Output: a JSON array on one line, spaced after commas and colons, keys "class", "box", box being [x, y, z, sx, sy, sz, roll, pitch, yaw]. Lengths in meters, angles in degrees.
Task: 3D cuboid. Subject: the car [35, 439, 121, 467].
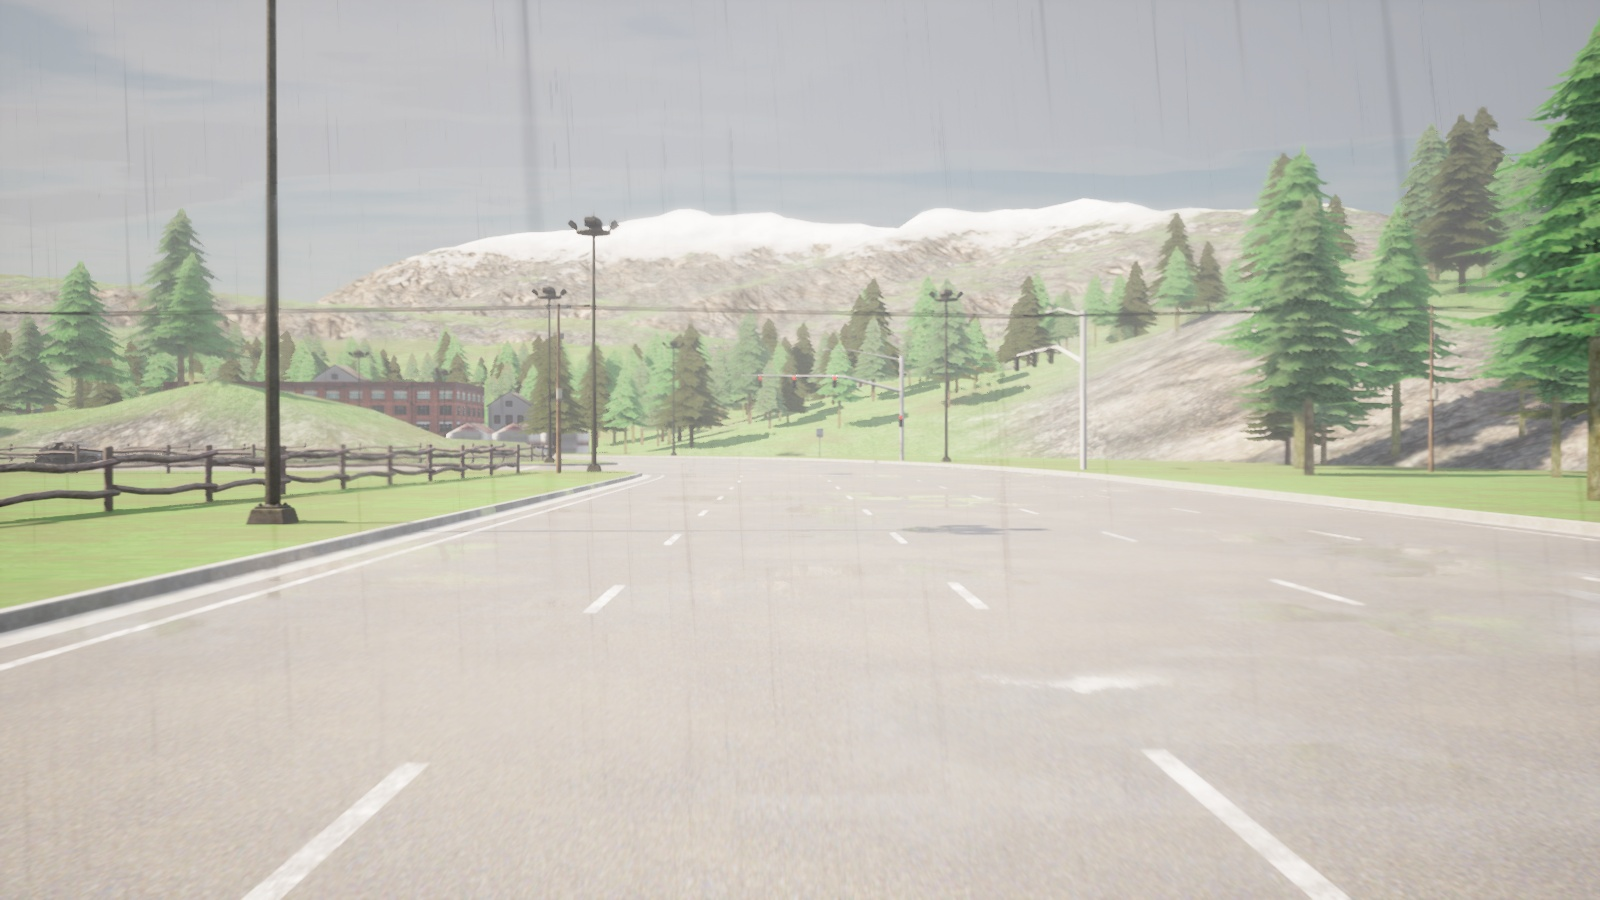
[{"class": "car", "box": [-42.661, 0.174, 74.223, 3.988, 1.617, 1.851, 0, 0, -1]}]
